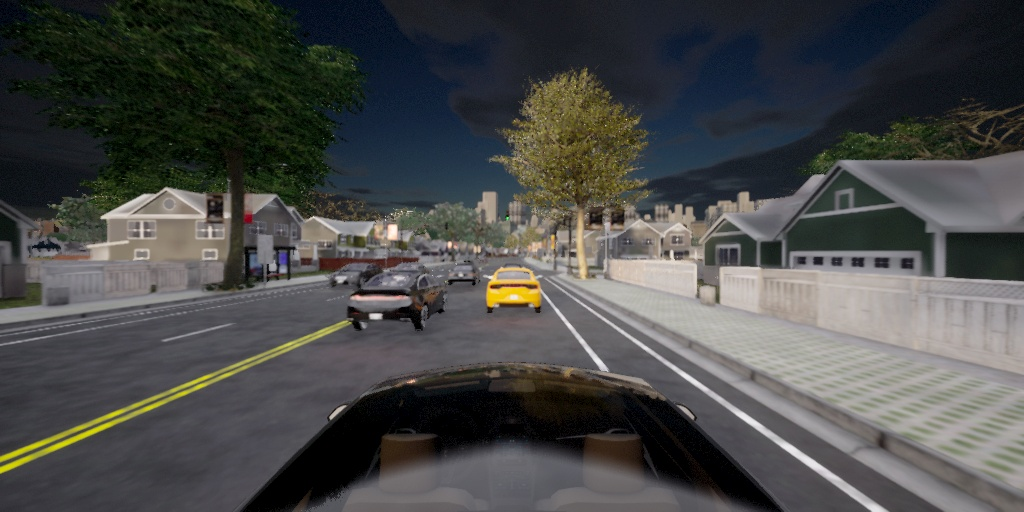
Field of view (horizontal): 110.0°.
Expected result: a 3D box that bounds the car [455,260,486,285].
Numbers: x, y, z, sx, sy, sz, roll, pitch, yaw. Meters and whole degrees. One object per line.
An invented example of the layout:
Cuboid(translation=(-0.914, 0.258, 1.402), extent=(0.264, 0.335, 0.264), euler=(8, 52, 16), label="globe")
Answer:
Cuboid(translation=(-3.214, 1.234, 25.051), extent=(2.033, 1.411, 5.357), euler=(0, 0, 0), label="car")

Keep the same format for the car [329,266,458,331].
Cuboid(translation=(-3.200, 1.216, 10.894), extent=(2.128, 1.511, 4.902), euler=(0, 0, 0), label="car")

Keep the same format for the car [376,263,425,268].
Cuboid(translation=(-6.575, 1.185, 23.018), extent=(2.128, 1.511, 4.902), euler=(0, 0, 0), label="car")

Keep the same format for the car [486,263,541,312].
Cuboid(translation=(0.070, 1.195, 14.059), extent=(1.882, 1.535, 5.008), euler=(0, 0, 0), label="car")

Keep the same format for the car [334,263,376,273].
Cuboid(translation=(-9.824, 1.185, 23.011), extent=(2.128, 1.511, 4.902), euler=(0, 0, 0), label="car")
